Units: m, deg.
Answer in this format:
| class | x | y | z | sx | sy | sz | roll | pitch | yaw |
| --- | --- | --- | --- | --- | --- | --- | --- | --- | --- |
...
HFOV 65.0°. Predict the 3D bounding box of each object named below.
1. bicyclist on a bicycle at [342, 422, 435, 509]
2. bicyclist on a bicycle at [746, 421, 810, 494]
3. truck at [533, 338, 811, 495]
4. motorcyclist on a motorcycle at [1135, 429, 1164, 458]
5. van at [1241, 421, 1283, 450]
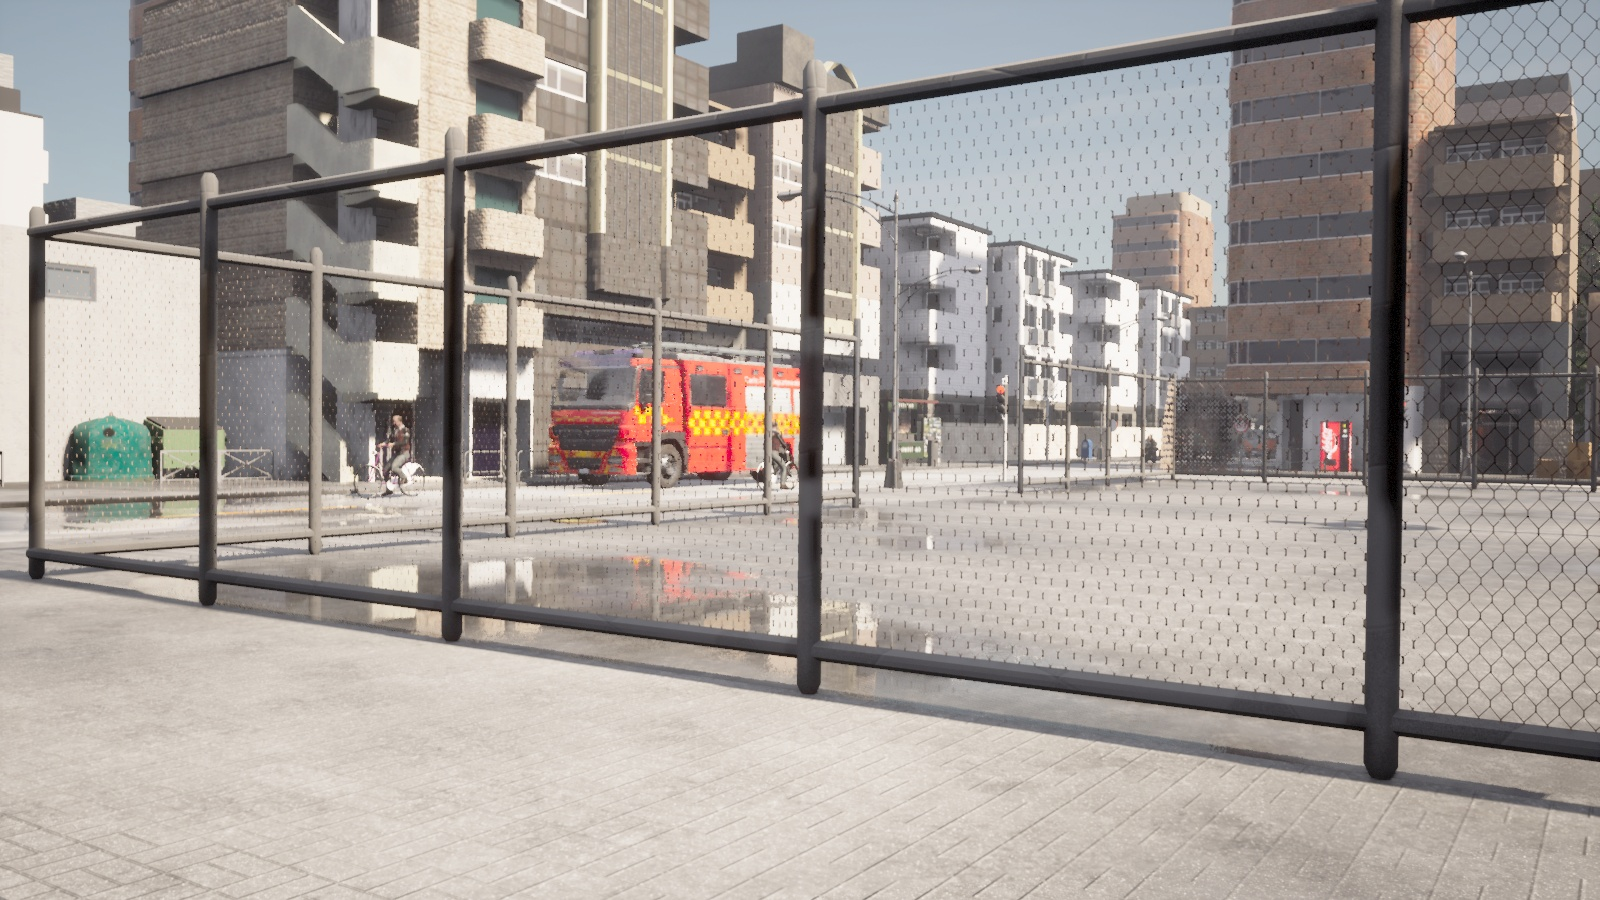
| class | x | y | z | sx | sy | sz | roll | pitch | yaw |
| --- | --- | --- | --- | --- | --- | --- | --- | --- | --- |
| bicyclist on a bicycle | -8.680 | 0.307 | 26.578 | 0.659 | 1.776 | 1.843 | 0 | 1 | 33 |
| bicyclist on a bicycle | -0.528 | 0.166 | 31.639 | 0.659 | 1.776 | 1.843 | 0 | 1 | 34 |
| truck | -3.247 | -0.891 | 34.798 | 2.891 | 3.827 | 8.468 | 0 | 1 | 34 |
| motorcyclist on a motorcycle | 19.002 | -0.349 | 68.289 | 0.866 | 1.530 | 2.191 | 0 | 1 | 33 |
| van | 32.723 | -1.035 | 88.924 | 1.775 | 1.987 | 4.442 | 0 | 1 | 34 |
